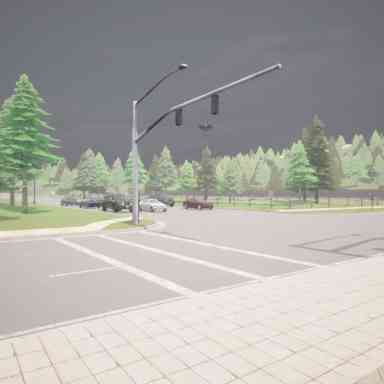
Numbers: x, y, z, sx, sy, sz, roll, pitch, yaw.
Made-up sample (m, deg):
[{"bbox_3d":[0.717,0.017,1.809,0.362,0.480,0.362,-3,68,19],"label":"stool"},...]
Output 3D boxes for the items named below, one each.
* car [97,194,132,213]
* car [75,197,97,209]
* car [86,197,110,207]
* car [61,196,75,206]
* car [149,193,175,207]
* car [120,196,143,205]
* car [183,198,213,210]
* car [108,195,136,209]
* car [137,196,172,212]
[{"bbox_3d":[-8.506,1.221,37.825,2.150,2.045,5.566,0,0,-36],"label":"car"},{"bbox_3d":[-14.132,1.601,45.813,1.895,1.301,4.718,0,0,-35],"label":"car"},{"bbox_3d":[-15.147,1.547,53.353,2.033,1.411,5.357,0,0,-35],"label":"car"},{"bbox_3d":[-20.055,1.505,54.266,1.837,1.490,4.892,0,0,-35],"label":"car"},{"bbox_3d":[-4.826,1.221,50.831,2.150,2.045,5.566,0,0,-35],"label":"car"},{"bbox_3d":[-10.950,1.547,59.594,2.033,1.411,5.357,0,0,-35],"label":"car"},{"bbox_3d":[0.750,1.478,42.900,1.882,1.535,5.008,0,0,-35],"label":"car"},{"bbox_3d":[-9.691,1.352,45.582,2.097,1.767,4.553,0,0,-35],"label":"car"},{"bbox_3d":[-4.637,1.526,38.424,1.812,1.442,4.674,0,0,-35],"label":"car"}]
